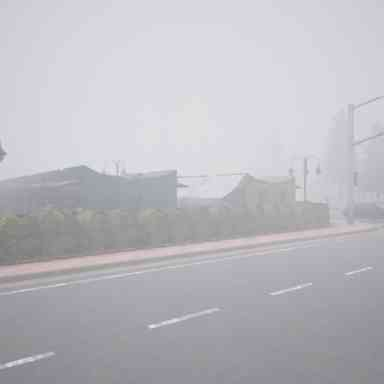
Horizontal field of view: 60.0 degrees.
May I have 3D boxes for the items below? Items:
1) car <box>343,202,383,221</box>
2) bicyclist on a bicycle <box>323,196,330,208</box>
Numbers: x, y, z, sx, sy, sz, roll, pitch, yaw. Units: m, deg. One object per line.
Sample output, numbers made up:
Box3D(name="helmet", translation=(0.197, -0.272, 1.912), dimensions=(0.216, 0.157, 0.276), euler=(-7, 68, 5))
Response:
Box3D(name="car", translation=(14.030, 1.525, 25.532), dimensions=(1.812, 1.442, 4.674), euler=(0, 0, -37))
Box3D(name="bicyclist on a bicycle", translation=(17.953, 1.302, 44.314), dimensions=(1.656, 1.620, 0.582), euler=(0, 0, -37))
